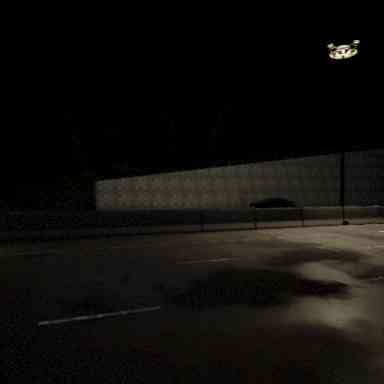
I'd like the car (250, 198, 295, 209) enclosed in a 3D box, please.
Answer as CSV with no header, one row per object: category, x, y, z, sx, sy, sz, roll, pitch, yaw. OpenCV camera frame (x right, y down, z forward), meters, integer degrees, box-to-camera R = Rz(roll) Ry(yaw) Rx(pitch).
car,9.416,1.365,38.729,5.357,1.411,2.033,0,0,-22
